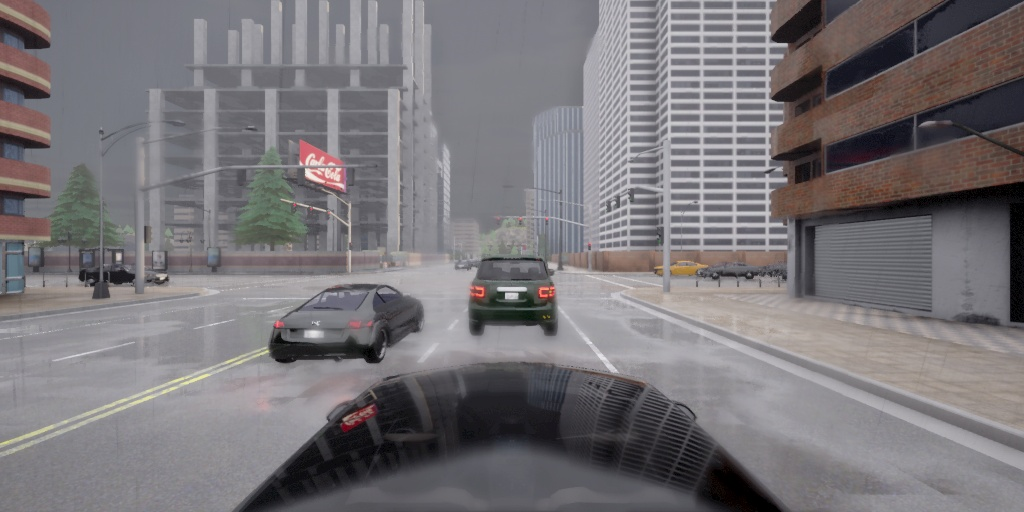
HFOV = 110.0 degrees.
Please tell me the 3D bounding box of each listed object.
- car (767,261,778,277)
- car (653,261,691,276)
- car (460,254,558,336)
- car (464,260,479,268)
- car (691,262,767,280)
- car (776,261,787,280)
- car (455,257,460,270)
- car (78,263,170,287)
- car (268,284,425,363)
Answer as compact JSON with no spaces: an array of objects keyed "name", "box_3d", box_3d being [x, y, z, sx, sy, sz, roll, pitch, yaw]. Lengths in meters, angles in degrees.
[{"name":"car","box_3d":[26.241,1.241,34.733,4.902,1.511,2.128,0,0,0]},{"name":"car","box_3d":[16.305,1.227,34.746,5.008,1.535,1.882,0,0,0]},{"name":"car","box_3d":[0.102,0.971,10.543,2.150,2.045,5.566,0,0,2]},{"name":"car","box_3d":[-6.742,1.314,60.695,1.994,1.385,4.181,0,0,1]},{"name":"car","box_3d":[18.782,1.241,31.245,4.902,1.511,2.128,0,0,0]},{"name":"car","box_3d":[23.320,1.314,27.565,4.181,1.385,1.994,0,0,0]},{"name":"car","box_3d":[-6.822,1.241,50.693,2.128,1.511,4.902,0,0,0]},{"name":"car","box_3d":[-25.911,1.241,24.062,4.902,1.511,2.128,0,0,0]},{"name":"car","box_3d":[-3.375,1.314,8.156,1.994,1.385,4.181,0,0,0]}]
